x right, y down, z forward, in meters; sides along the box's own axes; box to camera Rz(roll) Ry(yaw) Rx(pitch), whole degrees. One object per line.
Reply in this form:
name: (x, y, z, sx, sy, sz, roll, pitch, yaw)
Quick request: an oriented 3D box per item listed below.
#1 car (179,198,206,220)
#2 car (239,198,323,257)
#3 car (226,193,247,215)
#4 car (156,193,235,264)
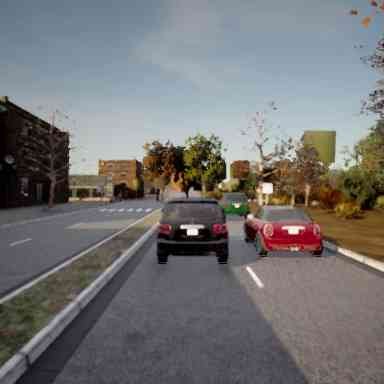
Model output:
car: (0.051, 1.361, 27.932, 2.128, 1.511, 4.902, 0, 0, 0)
car: (3.297, 1.290, 12.879, 2.097, 1.767, 4.553, 0, 0, 1)
car: (3.289, 1.097, 26.759, 2.150, 2.045, 5.566, 0, 1, 0)
car: (0.037, 1.168, 11.779, 2.150, 2.045, 5.566, 0, 1, 1)
